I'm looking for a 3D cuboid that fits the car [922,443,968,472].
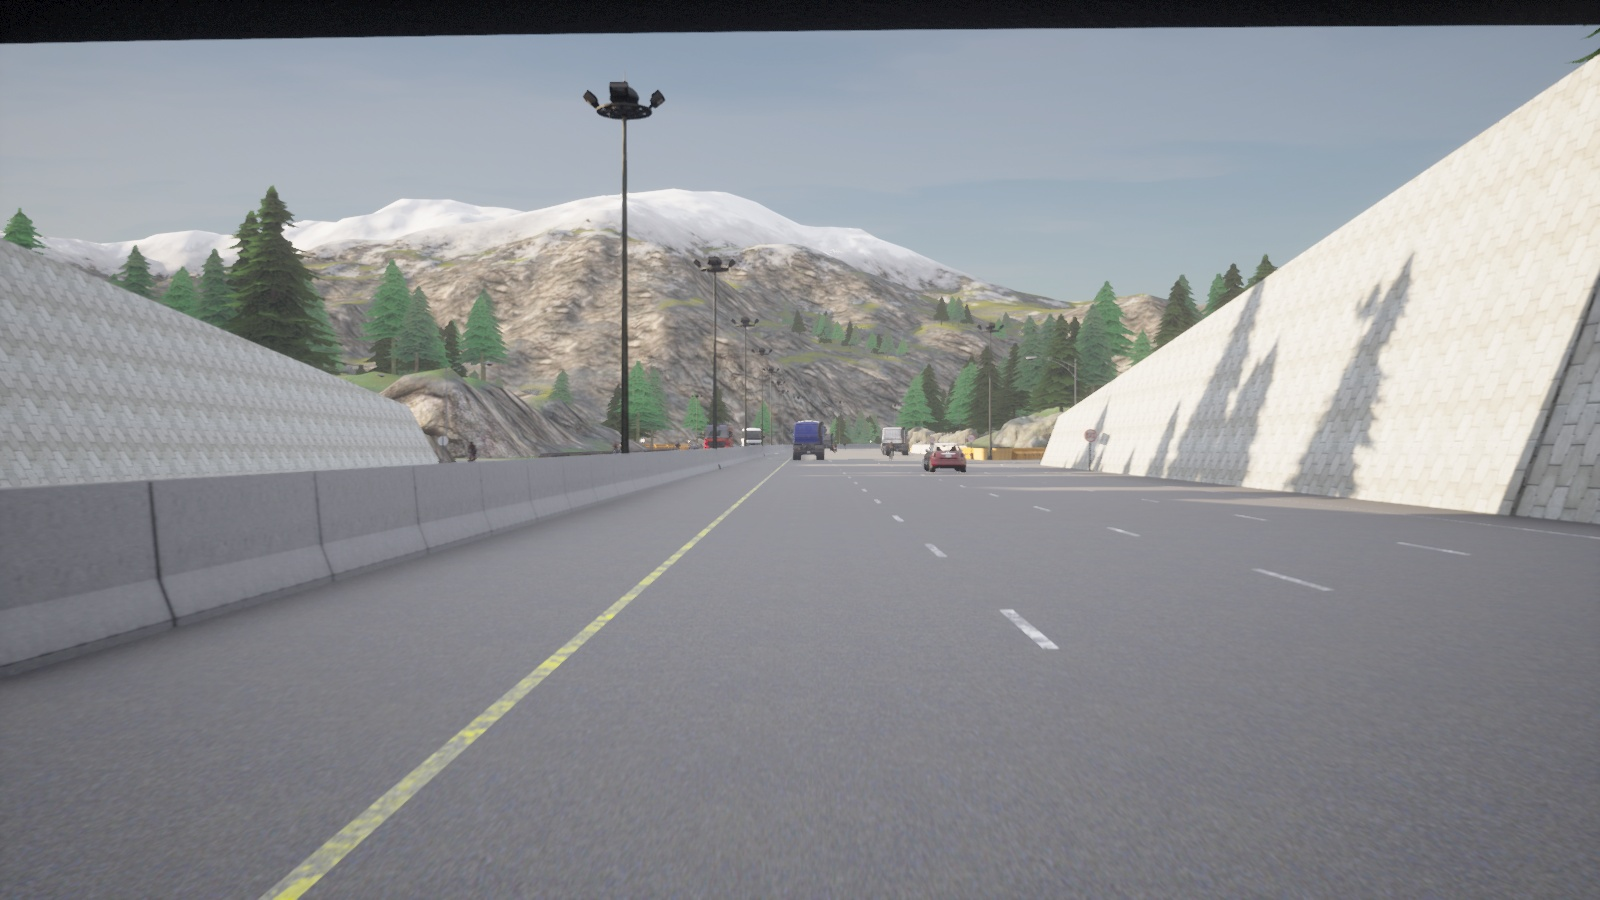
[{"bbox_3d":[7.451,0.352,64.929,1.970,1.475,3.806,0,0,0],"label":"car"}]
